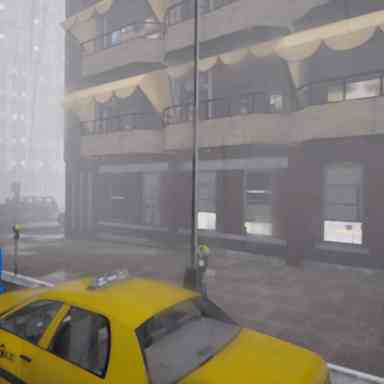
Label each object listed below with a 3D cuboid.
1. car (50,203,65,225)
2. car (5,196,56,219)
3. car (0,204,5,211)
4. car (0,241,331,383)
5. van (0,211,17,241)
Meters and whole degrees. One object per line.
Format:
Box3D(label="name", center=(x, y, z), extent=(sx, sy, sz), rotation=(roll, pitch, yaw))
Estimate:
Box3D(label="car", center=(-7.134, 1.663, 23.320), extent=(1.887, 1.381, 4.507), rotation=(1, 0, 36))
Box3D(label="car", center=(-13.922, 1.307, 28.229), extent=(2.192, 1.841, 5.009), rotation=(1, 0, 36))
Box3D(label="car", center=(-13.494, 1.535, 18.464), extent=(2.128, 1.511, 4.902), rotation=(0, 0, 21))
Box3D(label="car", center=(-1.063, 1.521, 3.621), extent=(4.829, 1.417, 1.752), rotation=(0, 1, 36))
Box3D(label="van", center=(-5.486, 1.330, 6.775), extent=(3.998, 1.788, 1.690), rotation=(0, 1, 36))
